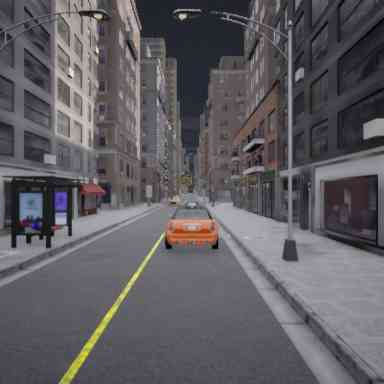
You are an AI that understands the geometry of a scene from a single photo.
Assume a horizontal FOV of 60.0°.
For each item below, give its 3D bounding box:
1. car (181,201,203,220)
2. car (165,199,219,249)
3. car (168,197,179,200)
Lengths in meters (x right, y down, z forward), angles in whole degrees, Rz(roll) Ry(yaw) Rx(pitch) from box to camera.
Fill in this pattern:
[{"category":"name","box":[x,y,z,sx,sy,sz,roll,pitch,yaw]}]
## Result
[{"category":"car","box":[0.000,1.544,29.650,1.812,1.442,4.674,0,0,0]},{"category":"car","box":[0.000,1.369,14.620,2.097,1.767,4.553,0,0,0]},{"category":"car","box":[-3.000,1.546,56.650,1.882,1.535,5.008,0,0,0]}]
